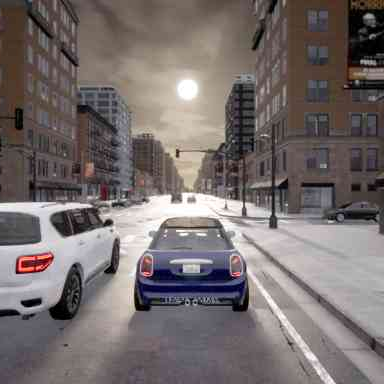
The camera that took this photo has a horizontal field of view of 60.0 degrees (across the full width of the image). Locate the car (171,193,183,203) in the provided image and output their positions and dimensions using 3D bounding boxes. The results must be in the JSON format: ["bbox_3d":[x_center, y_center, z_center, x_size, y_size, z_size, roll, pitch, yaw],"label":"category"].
[{"bbox_3d":[-3.247,1.211,70.035,2.150,2.045,5.566,0,0,0],"label":"car"}]

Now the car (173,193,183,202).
[{"bbox_3d":[-3.346,1.212,80.426,2.150,2.045,5.566,0,0,0],"label":"car"}]

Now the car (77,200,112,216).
[{"bbox_3d":[-9.892,1.547,34.296,2.033,1.411,5.357,0,0,0],"label":"car"}]

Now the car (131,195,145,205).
[{"bbox_3d":[-9.902,1.346,57.254,2.097,1.767,4.553,0,0,0],"label":"car"}]

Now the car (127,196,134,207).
[{"bbox_3d":[-9.905,1.598,46.969,1.895,1.301,4.718,0,0,0],"label":"car"}]

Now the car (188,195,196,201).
[{"bbox_3d":[-0.096,1.453,79.740,1.895,1.301,4.718,0,0,0],"label":"car"}]

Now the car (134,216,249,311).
[{"bbox_3d":[-0.002,1.352,7.907,2.097,1.767,4.553,0,0,0],"label":"car"}]

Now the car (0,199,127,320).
[{"bbox_3d":[-3.157,1.223,7.450,2.150,2.045,5.566,0,0,0],"label":"car"}]

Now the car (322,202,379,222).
[{"bbox_3d":[12.691,1.545,25.943,4.892,1.490,1.837,0,0,2],"label":"car"}]

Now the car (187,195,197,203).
[{"bbox_3d":[-0.083,1.482,69.291,2.128,1.511,4.902,0,0,0],"label":"car"}]

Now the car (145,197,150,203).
[{"bbox_3d":[-9.834,1.591,68.514,1.895,1.301,4.718,0,0,0],"label":"car"}]
